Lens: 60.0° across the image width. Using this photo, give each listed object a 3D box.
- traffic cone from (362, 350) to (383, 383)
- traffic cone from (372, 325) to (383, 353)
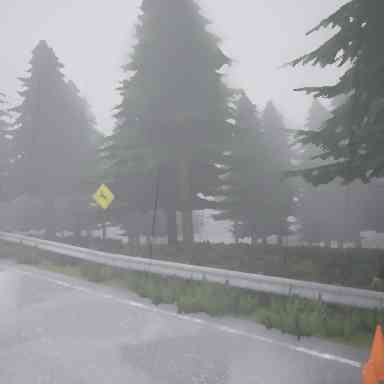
[{"bbox_3d":[1.775,1.956,3.289,0.340,0.580,0.340,0,0,34],"label":"traffic cone"},{"bbox_3d":[2.322,1.956,4.124,0.340,0.580,0.340,0,0,34],"label":"traffic cone"}]
